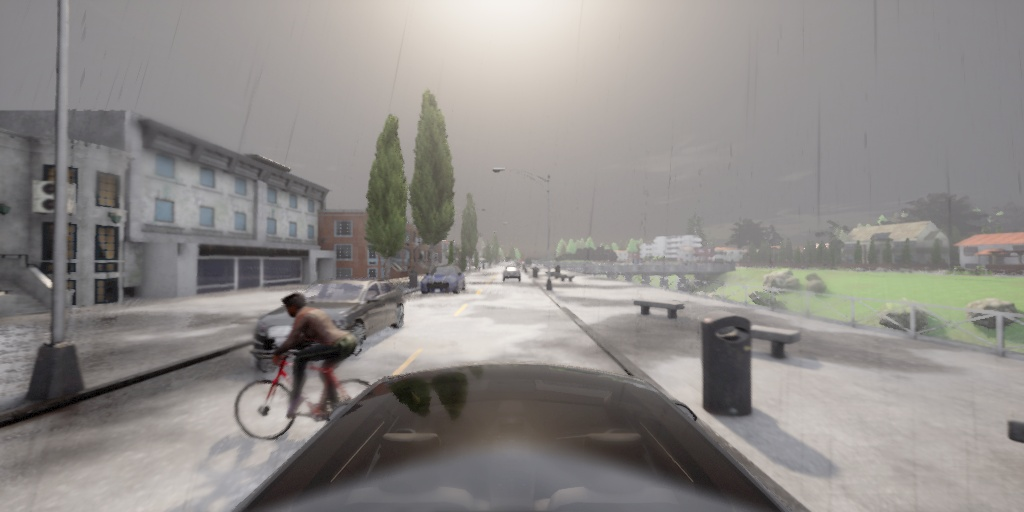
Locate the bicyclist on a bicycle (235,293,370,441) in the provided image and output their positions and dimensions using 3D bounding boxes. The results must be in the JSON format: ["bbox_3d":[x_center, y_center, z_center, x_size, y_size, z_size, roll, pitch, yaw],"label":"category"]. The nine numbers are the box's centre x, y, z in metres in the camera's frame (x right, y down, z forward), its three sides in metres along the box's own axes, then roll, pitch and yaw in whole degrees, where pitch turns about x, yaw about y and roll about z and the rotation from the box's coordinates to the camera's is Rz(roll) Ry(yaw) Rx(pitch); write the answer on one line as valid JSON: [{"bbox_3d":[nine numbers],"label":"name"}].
[{"bbox_3d":[-2.236,1.231,3.953,1.656,1.620,0.582,0,-1,0],"label":"bicyclist on a bicycle"}]

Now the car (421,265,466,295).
[{"bbox_3d":[-4.137,1.369,22.149,2.097,1.767,4.553,0,-1,0],"label":"car"}]

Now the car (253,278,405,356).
[{"bbox_3d":[-4.117,1.337,8.961,2.128,1.511,4.902,0,-1,0],"label":"car"}]

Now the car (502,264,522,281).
[{"bbox_3d":[-0.001,1.740,35.660,2.033,1.411,5.357,0,-1,0],"label":"car"}]
